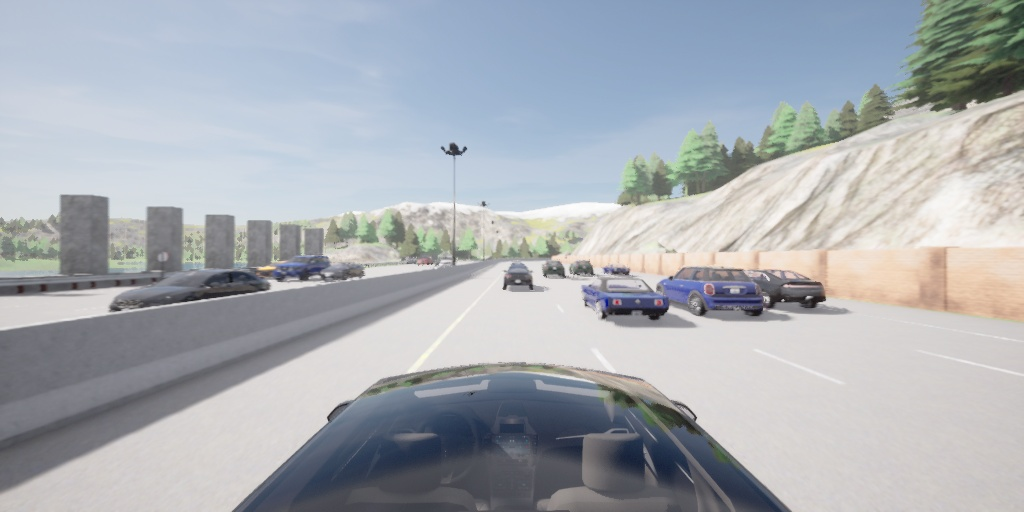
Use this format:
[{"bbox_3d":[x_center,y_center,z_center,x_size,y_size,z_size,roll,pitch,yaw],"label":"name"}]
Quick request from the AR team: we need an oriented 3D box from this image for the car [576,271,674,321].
[{"bbox_3d":[3.679,1.386,12.662,1.895,1.301,4.718,0,0,1],"label":"car"}]

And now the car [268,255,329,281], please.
[{"bbox_3d":[-17.173,0.958,29.818,2.150,2.045,5.566,0,0,1],"label":"car"}]

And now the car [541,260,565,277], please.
[{"bbox_3d":[4.073,1.183,36.215,2.097,1.767,4.553,0,0,0],"label":"car"}]

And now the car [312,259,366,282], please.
[{"bbox_3d":[-13.689,1.239,29.291,2.128,1.511,4.902,0,0,1],"label":"car"}]

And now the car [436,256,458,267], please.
[{"bbox_3d":[-10.083,1.044,57.339,2.150,2.045,5.566,0,0,0],"label":"car"}]

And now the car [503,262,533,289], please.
[{"bbox_3d":[0.398,1.318,23.310,1.812,1.442,4.674,0,0,1],"label":"car"}]

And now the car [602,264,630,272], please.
[{"bbox_3d":[11.133,1.465,38.761,1.895,1.301,4.718,0,0,0],"label":"car"}]

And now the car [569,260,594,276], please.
[{"bbox_3d":[7.590,1.203,39.674,2.097,1.767,4.553,0,0,0],"label":"car"}]

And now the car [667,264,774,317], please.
[{"bbox_3d":[7.217,1.153,13.674,2.097,1.767,4.553,0,0,1],"label":"car"}]

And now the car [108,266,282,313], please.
[{"bbox_3d":[-10.505,1.235,12.248,1.837,1.490,4.892,0,-1,1],"label":"car"}]

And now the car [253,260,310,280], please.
[{"bbox_3d":[-20.634,1.202,32.427,1.882,1.535,5.008,0,0,1],"label":"car"}]

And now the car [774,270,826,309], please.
[{"bbox_3d":[10.745,1.311,15.346,2.128,1.511,4.902,0,0,1],"label":"car"}]
